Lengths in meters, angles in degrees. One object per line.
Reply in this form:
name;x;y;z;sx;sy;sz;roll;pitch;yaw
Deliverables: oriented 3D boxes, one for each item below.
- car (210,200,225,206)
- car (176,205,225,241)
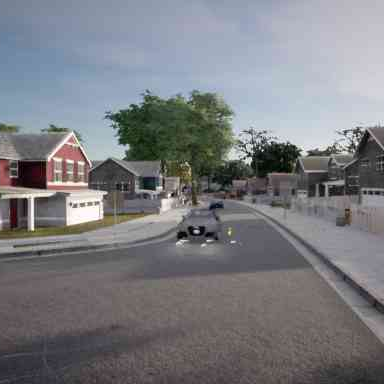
car;3.246;1.667;42.742;1.895;1.301;4.718;0;0;4
car;0.460;1.577;16.854;1.994;1.385;4.181;0;0;8
